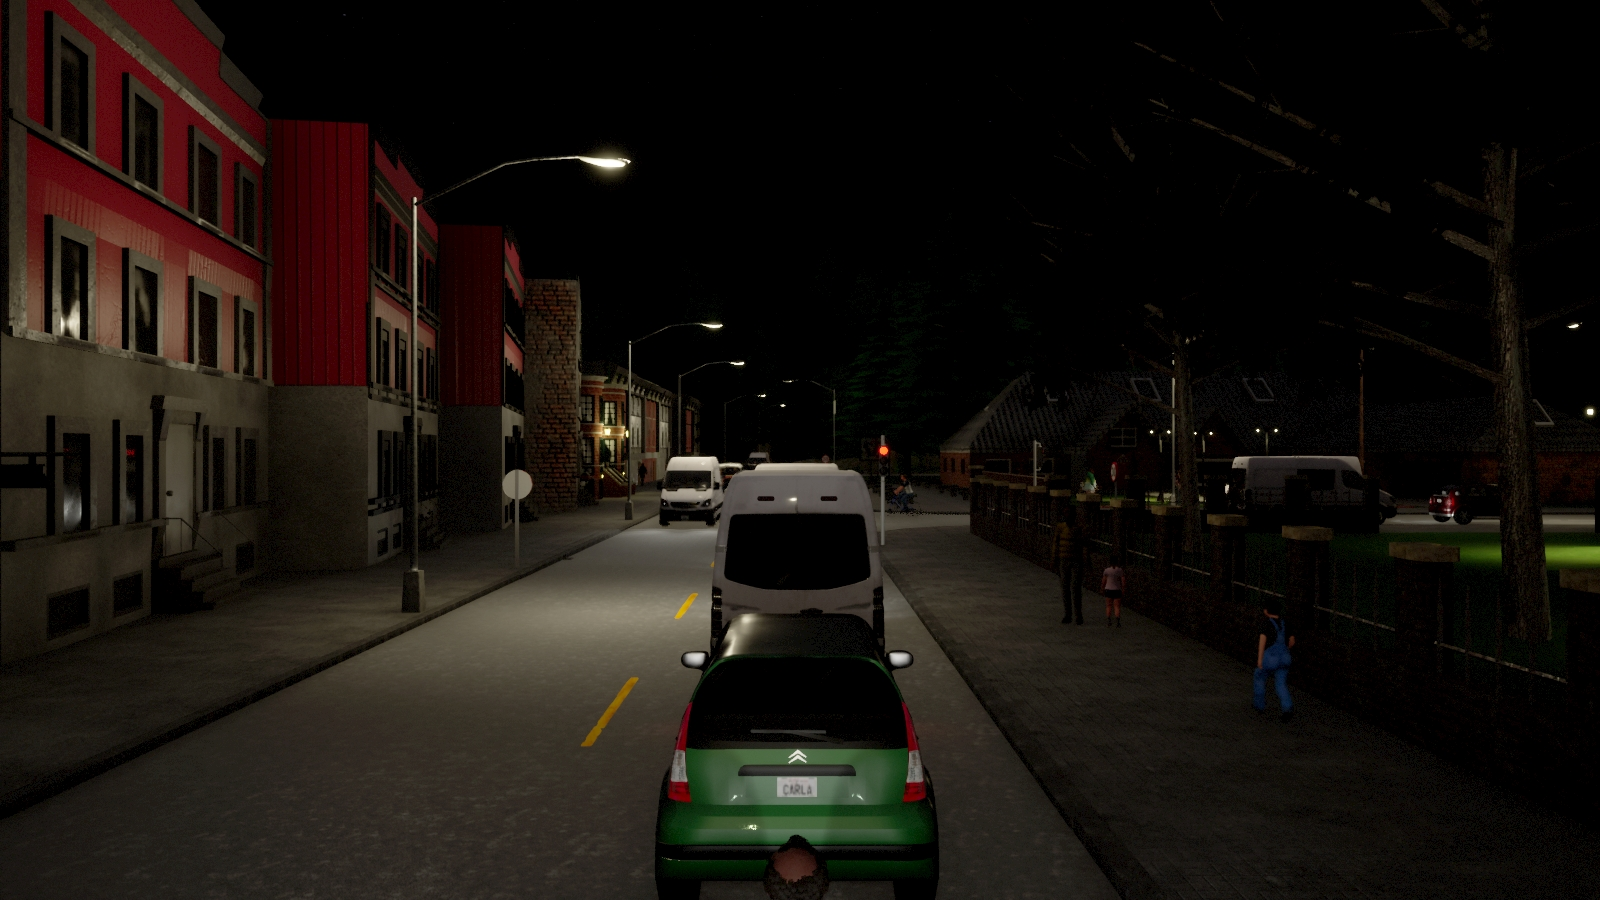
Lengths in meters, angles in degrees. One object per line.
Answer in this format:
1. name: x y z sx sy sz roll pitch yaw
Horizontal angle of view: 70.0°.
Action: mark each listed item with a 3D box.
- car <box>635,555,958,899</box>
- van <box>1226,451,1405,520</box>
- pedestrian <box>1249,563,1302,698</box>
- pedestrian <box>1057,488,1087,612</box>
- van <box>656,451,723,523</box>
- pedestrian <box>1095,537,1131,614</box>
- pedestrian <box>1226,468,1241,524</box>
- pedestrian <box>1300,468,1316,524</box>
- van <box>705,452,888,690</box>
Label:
1. car: -0.023 1.779 8.527 1.851 1.617 3.988 0 0 0
2. van: 19.552 1.314 43.543 5.915 2.561 1.988 0 0 1
3. pedestrian: 4.776 1.805 11.495 0.375 1.300 0.375 0 0 -1
4. pedestrian: 4.187 1.525 17.599 0.375 1.860 0.375 0 0 25
5. van: -4.112 1.314 43.538 1.988 2.561 5.915 0 0 0
6. pedestrian: 4.773 1.904 17.428 0.500 1.100 0.500 0 0 19
7. pedestrian: 14.528 1.525 38.270 0.375 1.860 0.375 0 0 6
8. pedestrian: 16.952 1.525 38.146 0.375 1.860 0.375 0 0 3
9. van: -0.048 1.314 15.312 1.988 2.561 5.915 0 0 0
